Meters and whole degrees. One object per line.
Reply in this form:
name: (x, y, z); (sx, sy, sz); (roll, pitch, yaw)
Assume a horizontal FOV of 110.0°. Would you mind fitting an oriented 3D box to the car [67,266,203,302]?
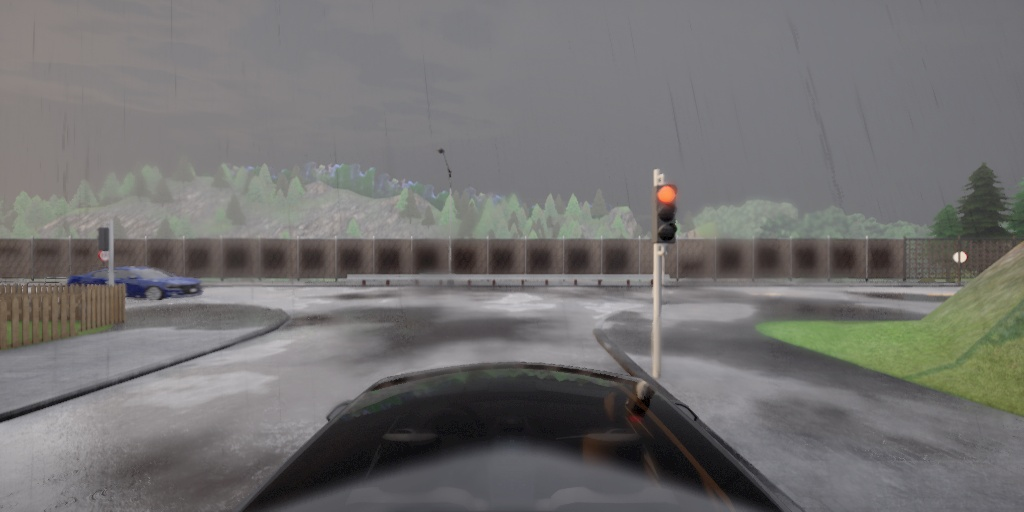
car: (-16.981, 1.239, 16.308); (5.008, 1.535, 1.882); (1, 0, 0)
